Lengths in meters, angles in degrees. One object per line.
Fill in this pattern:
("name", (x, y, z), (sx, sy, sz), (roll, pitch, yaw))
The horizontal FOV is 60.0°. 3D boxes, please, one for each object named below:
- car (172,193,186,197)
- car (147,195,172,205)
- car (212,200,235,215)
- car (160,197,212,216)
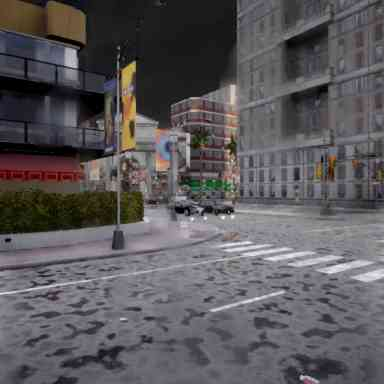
("car", (-2.557, 1.221, 62.268), (2.150, 2.045, 5.566), (0, 0, -15))
("car", (-6.270, 1.505, 59.585), (1.837, 1.490, 4.892), (0, 0, -44))
("car", (2.028, 1.547, 34.440), (2.033, 1.411, 5.357), (0, 0, -35))
("car", (-0.657, 1.491, 32.176), (2.128, 1.511, 4.902), (0, 0, -35))
